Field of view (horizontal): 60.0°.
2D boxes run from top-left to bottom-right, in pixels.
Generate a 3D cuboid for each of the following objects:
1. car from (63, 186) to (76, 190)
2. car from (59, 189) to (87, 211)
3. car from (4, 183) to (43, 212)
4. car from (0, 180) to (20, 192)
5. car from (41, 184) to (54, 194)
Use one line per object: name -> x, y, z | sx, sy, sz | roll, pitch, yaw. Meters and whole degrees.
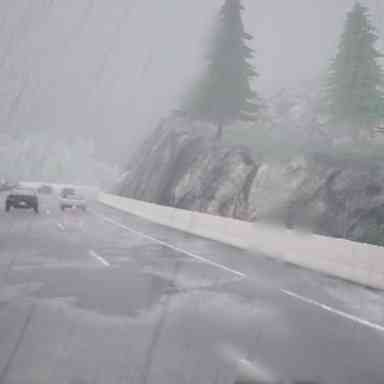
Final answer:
car -> -20.405, -0.197, 55.139 | 1.882, 1.535, 5.008 | 5, 0, -17
car -> -10.025, 0.781, 27.794 | 1.895, 1.301, 4.718 | 6, 0, -25
car -> -11.734, 0.466, 23.149 | 1.882, 1.535, 5.008 | 5, 0, -26
car -> -25.099, -0.825, 46.642 | 2.097, 1.767, 4.553 | 6, 0, -18
car -> -23.930, -0.527, 54.593 | 2.128, 1.511, 4.902 | 5, 0, -16
